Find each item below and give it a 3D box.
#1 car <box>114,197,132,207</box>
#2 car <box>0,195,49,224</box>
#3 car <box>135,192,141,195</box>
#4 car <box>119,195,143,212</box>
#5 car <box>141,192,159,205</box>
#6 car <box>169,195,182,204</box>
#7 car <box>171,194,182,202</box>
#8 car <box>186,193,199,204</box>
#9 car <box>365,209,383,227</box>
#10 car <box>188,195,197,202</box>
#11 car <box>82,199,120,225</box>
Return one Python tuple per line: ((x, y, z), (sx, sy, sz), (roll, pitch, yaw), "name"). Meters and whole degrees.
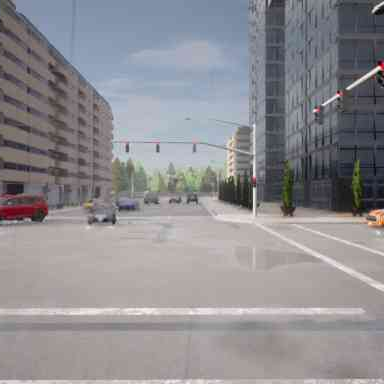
((-10.760, 1.525, 52.334), (1.812, 1.442, 4.674), (0, 0, 1), "car")
((-12.998, 1.250, 23.814), (2.150, 2.045, 5.566), (1, 0, 27), "car")
((-10.466, 1.020, 68.485), (2.150, 2.045, 5.566), (0, 0, 1), "car")
((-7.403, 1.478, 39.201), (1.882, 1.535, 5.008), (0, 0, 0), "car")
((-7.164, 1.221, 59.134), (2.150, 2.045, 5.566), (0, 0, 1), "car")
((-3.416, 1.526, 64.323), (1.812, 1.442, 4.674), (0, 0, 1), "car")
((-3.391, 1.355, 74.340), (2.097, 1.767, 4.553), (0, 0, 1), "car")
((0.078, 1.221, 63.904), (2.150, 2.045, 5.566), (0, 0, 1), "car")
((13.584, 1.407, 21.176), (4.553, 1.767, 2.097), (0, 0, 0), "car")
((0.116, 1.500, 74.616), (1.837, 1.490, 4.892), (0, 0, 1), "car")
((-6.525, 1.514, 24.209), (2.128, 1.511, 4.902), (0, 0, -12), "car")
